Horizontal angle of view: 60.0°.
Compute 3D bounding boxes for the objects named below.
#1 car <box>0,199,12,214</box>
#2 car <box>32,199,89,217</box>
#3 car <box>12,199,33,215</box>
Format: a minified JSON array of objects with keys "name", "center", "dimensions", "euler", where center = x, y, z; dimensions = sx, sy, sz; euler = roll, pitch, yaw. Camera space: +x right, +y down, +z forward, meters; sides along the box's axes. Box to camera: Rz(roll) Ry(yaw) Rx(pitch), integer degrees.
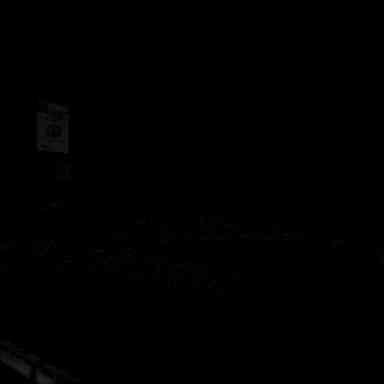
[{"name":"car","center":[-17.095,1.447,34.726],"dimensions":[2.231,1.521,4.892],"euler":[0,0,36]},{"name":"car","center":[-11.867,1.489,30.997],"dimensions":[2.002,1.452,4.674],"euler":[0,0,36]},{"name":"car","center":[-14.425,1.447,32.833],"dimensions":[2.097,1.535,5.008],"euler":[0,0,36]}]
